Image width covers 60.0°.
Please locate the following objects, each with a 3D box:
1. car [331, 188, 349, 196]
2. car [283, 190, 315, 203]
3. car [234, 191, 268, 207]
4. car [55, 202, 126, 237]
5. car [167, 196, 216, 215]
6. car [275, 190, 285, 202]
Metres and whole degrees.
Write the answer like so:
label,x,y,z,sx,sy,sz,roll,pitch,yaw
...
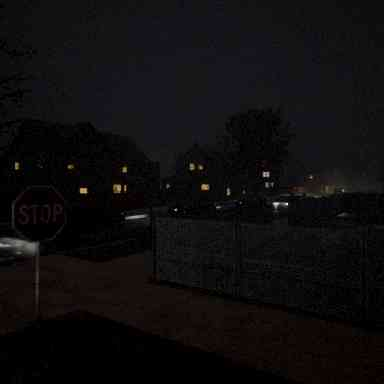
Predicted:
label,x,y,z,sx,sy,sz,roll,pitch,yaw
car,23.148,0.165,51.928,1.837,1.490,4.892,1,2,35
car,11.877,0.710,36.156,1.895,1.301,4.718,1,2,36
car,5.936,0.712,32.893,1.837,1.490,4.892,1,2,36
car,-5.742,1.229,16.505,2.033,1.411,5.357,1,2,34
car,0.056,1.009,24.661,1.994,1.385,4.181,1,2,36
car,11.966,0.493,41.270,1.812,1.442,4.674,1,2,36
